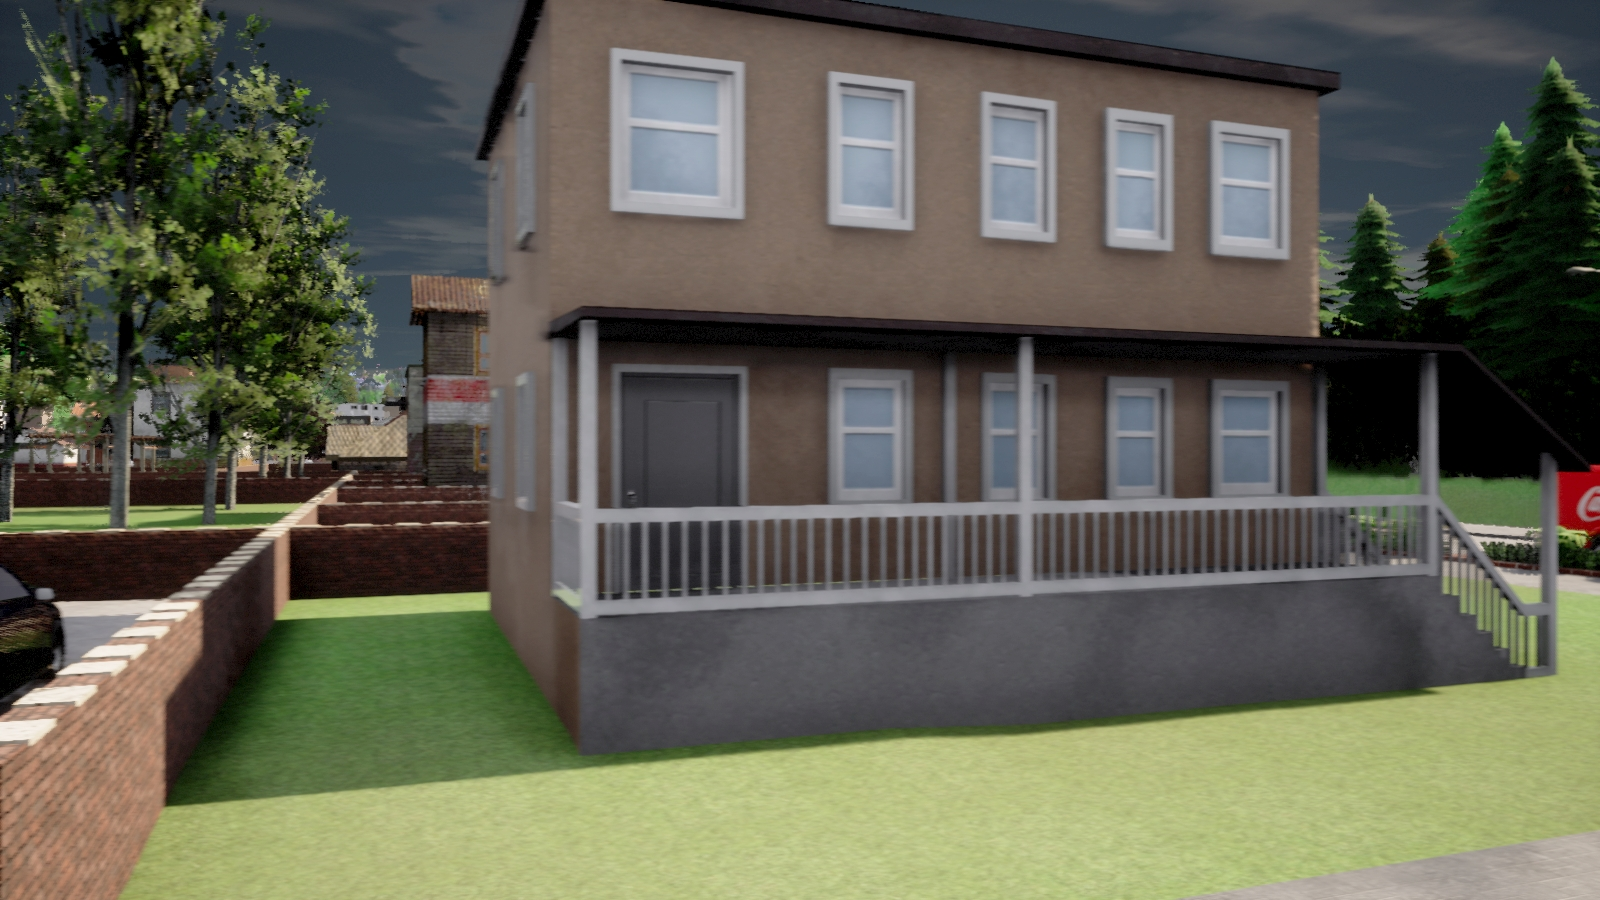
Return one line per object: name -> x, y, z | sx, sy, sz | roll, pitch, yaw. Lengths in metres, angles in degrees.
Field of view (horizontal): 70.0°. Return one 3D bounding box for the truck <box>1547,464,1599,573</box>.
truck -> 19.884, 1.567, 25.160 | 2.627, 2.467, 5.204 | 0, 0, -20
